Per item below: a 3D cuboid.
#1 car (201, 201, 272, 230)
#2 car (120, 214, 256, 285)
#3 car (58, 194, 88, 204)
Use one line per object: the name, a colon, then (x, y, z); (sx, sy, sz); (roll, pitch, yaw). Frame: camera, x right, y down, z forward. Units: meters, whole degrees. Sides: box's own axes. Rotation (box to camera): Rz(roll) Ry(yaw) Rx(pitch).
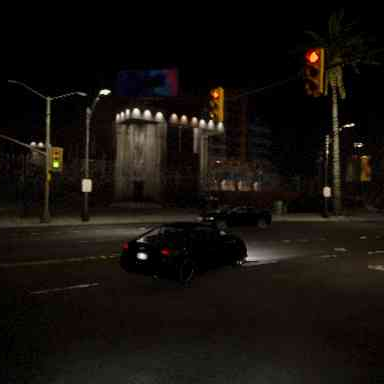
car: (2.627, 1.529, 20.464); (4.902, 1.511, 2.128); (1, 0, -26)
car: (-0.047, 1.553, 9.704); (1.994, 1.385, 4.181); (1, 0, 35)
car: (-17.705, 1.008, 49.588); (3.806, 1.475, 1.970); (1, 0, -34)
